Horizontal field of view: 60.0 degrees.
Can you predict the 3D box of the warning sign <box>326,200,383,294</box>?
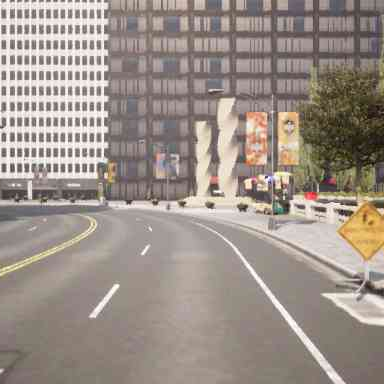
[{"bbox_3d":[3.755,1.112,7.160,1.300,1.860,1.060,0,0,0],"label":"warning sign"}]
